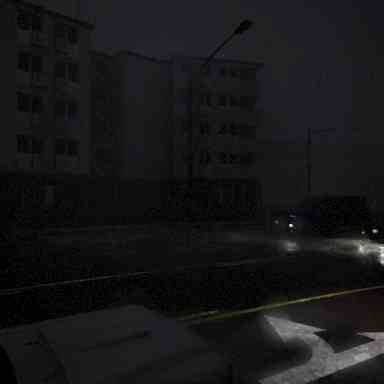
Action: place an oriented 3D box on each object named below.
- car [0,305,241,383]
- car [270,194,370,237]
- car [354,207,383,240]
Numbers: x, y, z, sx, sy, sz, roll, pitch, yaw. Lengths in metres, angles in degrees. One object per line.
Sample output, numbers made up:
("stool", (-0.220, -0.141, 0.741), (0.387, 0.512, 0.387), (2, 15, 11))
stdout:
("car", (-1.906, 1.600, 2.248), (4.718, 1.301, 1.895), (0, 0, -35))
("car", (7.076, 1.220, 18.086), (5.566, 2.045, 2.150), (0, 0, -16))
("car", (10.049, 1.564, 15.288), (4.181, 1.385, 1.994), (0, 0, -15))
